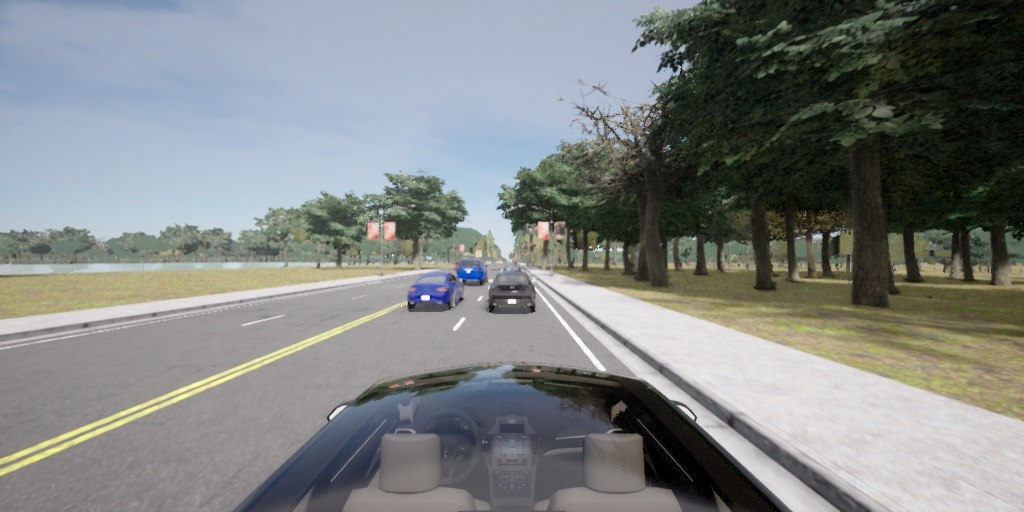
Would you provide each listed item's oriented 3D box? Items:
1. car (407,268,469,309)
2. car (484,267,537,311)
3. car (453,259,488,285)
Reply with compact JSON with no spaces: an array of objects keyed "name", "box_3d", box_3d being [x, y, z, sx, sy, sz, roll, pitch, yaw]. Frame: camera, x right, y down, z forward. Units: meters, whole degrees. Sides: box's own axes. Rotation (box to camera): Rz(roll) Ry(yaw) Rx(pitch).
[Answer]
[{"name":"car","box_3d":[-3.227,1.424,15.756,1.812,1.442,4.674,0,0,0]},{"name":"car","box_3d":[0.019,1.402,15.359,1.837,1.490,4.892,0,0,0]},{"name":"car","box_3d":[-3.240,1.268,29.453,2.150,2.045,5.566,0,0,0]}]
